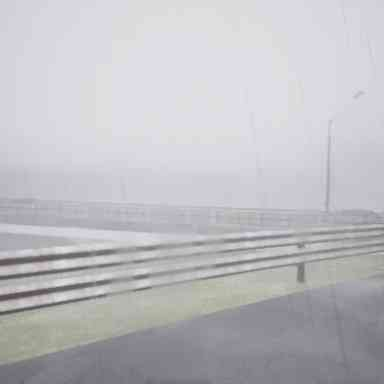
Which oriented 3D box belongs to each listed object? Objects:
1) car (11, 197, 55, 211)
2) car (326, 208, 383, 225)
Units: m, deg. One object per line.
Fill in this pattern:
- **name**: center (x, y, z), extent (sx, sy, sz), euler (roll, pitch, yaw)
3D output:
- **car**: center (-16.901, 1.348, 35.382), extent (5.008, 1.535, 1.882), euler (2, -1, 22)
- **car**: center (11.317, 1.903, 21.865), extent (4.553, 1.767, 2.097), euler (2, -1, 4)
